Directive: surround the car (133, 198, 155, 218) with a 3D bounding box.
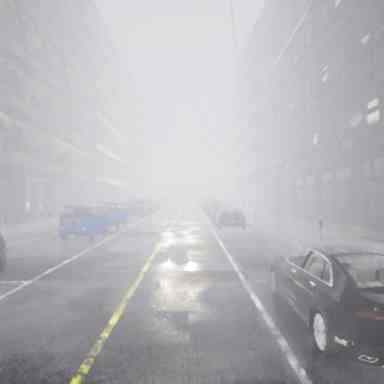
[{"bbox_3d":[-5.423,1.541,33.511,2.192,1.841,5.009,1,0,0],"label":"car"}]

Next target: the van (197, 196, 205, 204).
[{"bbox_3d":[2.214,1.991,83.264,1.690,1.788,3.998,1,-1,0],"label":"van"}]

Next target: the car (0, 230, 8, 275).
[{"bbox_3d":[-5.308,1.357,5.861,2.192,1.841,5.009,1,0,0],"label":"car"}]

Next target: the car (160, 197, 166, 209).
[{"bbox_3d":[-5.498,1.920,50.101,1.947,1.339,4.313,1,0,0],"label":"car"}]

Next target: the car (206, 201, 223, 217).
[{"bbox_3d":[2.475,1.719,27.950,1.887,1.381,4.507,1,0,0],"label":"car"}]

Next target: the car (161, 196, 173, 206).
[{"bbox_3d":[-5.562,1.814,66.692,2.192,1.841,5.009,1,-1,0],"label":"car"}]

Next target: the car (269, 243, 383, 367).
[{"bbox_3d":[2.567,1.581,5.829,2.008,1.369,4.403,1,0,0],"label":"car"}]

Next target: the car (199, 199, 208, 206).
[{"bbox_3d":[2.279,2.069,66.668,1.802,1.307,4.206,1,-1,0],"label":"car"}]

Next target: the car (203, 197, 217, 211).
[{"bbox_3d":[2.462,1.655,33.483,1.967,1.590,4.097,1,0,0],"label":"car"}]

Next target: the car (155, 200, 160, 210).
[{"bbox_3d":[-5.446,1.582,39.041,2.192,1.841,5.009,1,0,0],"label":"car"}]

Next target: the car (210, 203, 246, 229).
[{"bbox_3d":[2.498,1.680,22.421,1.887,1.381,4.507,1,0,0],"label":"car"}]

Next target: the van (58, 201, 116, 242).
[{"bbox_3d":[-5.354,1.450,16.919,1.690,1.788,3.998,1,0,0],"label":"van"}]

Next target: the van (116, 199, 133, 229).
[{"bbox_3d":[-5.378,1.488,22.451,1.690,1.788,3.998,1,0,0],"label":"van"}]

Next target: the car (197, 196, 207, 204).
[{"bbox_3d":[2.238,1.909,77.732,2.192,1.841,5.009,1,-1,0],"label":"car"}]

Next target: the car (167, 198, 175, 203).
[{"bbox_3d":[-5.660,2.302,88.814,1.802,1.307,4.206,1,-1,0],"label":"car"}]

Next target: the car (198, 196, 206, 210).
[{"bbox_3d":[2.377,1.613,44.545,2.192,1.841,5.009,1,0,0],"label":"car"}]
